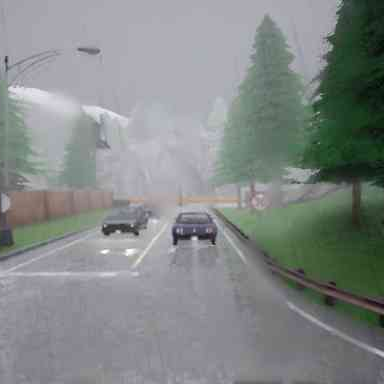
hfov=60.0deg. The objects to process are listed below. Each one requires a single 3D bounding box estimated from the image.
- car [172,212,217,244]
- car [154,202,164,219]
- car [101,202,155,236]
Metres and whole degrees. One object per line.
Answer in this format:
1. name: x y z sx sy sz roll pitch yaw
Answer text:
1. car: 0.102 1.589 15.724 1.895 1.301 4.718 0 0 0
2. car: -3.553 1.553 28.775 1.994 1.385 4.181 0 0 1
3. car: -3.574 1.544 18.786 2.033 1.411 5.357 0 0 0
